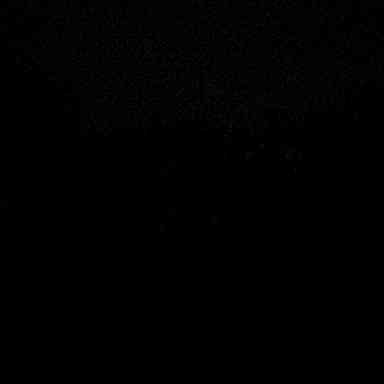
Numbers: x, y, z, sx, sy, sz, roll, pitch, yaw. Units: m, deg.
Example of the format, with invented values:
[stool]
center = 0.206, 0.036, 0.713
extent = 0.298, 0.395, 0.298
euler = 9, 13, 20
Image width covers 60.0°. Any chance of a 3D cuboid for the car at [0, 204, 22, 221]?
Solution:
[car]
center = -14.787, 1.730, 27.851
extent = 2.033, 1.411, 5.357
euler = -3, -4, 36
